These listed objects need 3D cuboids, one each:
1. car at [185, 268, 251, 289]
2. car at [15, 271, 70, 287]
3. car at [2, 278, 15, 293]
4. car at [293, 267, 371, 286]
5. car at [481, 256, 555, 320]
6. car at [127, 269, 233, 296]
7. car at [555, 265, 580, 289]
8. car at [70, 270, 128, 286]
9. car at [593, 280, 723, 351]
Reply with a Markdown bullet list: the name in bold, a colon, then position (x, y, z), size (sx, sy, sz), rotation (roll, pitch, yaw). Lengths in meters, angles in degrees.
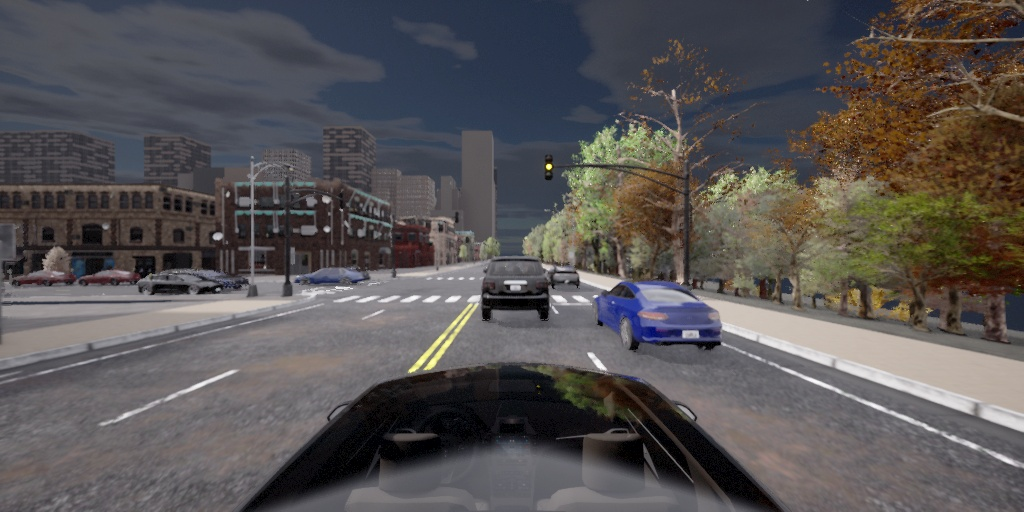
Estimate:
- **car**: position (-20.963, 1.660, 24.406), size (5.357, 1.411, 2.033), rotation (-1, 0, 0)
- **car**: position (-39.343, 1.879, 30.226), size (4.207, 1.307, 1.802), rotation (0, 0, 0)
- **car**: position (-33.819, 1.710, 21.837), size (4.097, 1.591, 1.967), rotation (0, 0, 0)
- **car**: position (-13.846, 1.555, 27.736), size (5.357, 1.411, 2.033), rotation (-1, 0, 0)
- **car**: position (0.103, 1.034, 13.105), size (2.150, 2.045, 5.566), rotation (0, 0, 0)
- **car**: position (-19.942, 1.678, 21.695), size (4.313, 1.339, 1.948), rotation (0, 0, 0)
- **car**: position (3.357, 1.366, 24.237), size (2.128, 1.511, 4.902), rotation (0, 0, 0)
- **car**: position (-33.808, 1.816, 30.218), size (4.207, 1.307, 1.802), rotation (0, 0, 0)
- **car**: position (3.351, 1.316, 9.021), size (1.812, 1.442, 4.674), rotation (0, 0, 0)
